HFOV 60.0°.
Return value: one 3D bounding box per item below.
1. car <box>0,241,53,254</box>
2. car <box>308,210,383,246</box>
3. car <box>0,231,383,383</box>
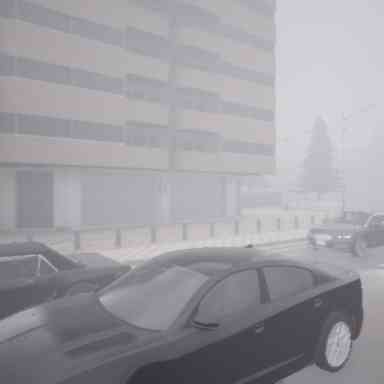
[{"bbox_3d":[-3.543,1.606,5.762,4.718,1.301,1.895,0,0,-36],"label":"car"},{"bbox_3d":[6.446,1.479,12.889,4.902,1.511,2.128,0,0,-35],"label":"car"},{"bbox_3d":[0.124,1.477,4.080,5.008,1.535,1.882,0,0,-36],"label":"car"}]
